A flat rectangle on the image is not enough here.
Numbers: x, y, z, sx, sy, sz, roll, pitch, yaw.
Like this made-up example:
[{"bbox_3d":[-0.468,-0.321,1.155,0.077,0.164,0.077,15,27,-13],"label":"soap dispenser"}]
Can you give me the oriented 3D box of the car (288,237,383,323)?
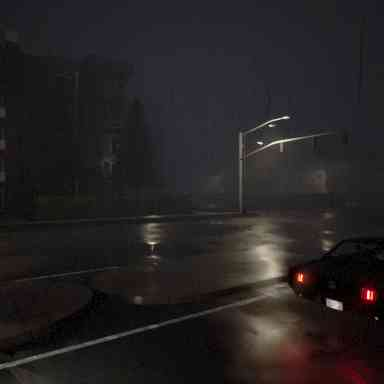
[{"bbox_3d":[4.205,1.601,6.863,4.718,1.301,1.895,0,0,-35],"label":"car"}]
